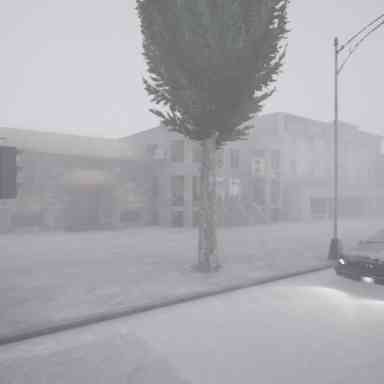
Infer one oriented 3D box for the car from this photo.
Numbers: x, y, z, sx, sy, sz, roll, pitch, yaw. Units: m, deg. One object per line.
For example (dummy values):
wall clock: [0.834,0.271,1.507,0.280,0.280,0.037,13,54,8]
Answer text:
car: [6.164,1.643,9.217,5.357,1.411,2.033,1,-1,-37]
